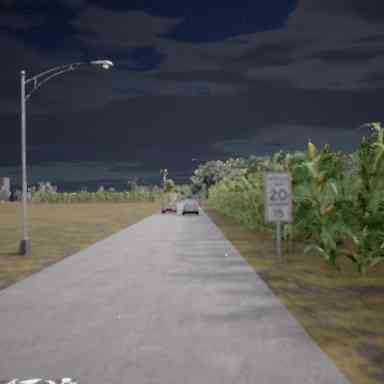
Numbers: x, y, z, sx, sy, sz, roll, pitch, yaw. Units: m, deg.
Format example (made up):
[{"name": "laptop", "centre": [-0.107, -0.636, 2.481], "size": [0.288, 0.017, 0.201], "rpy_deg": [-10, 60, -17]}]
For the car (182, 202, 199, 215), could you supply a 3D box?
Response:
[{"name": "car", "centre": [-0.175, 2.030, 40.030], "size": [1.994, 1.385, 4.181], "rpy_deg": [-1, -1, 0]}]

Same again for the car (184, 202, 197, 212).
[{"name": "car", "centre": [-0.216, 2.185, 50.187], "size": [1.895, 1.301, 4.718], "rpy_deg": [-1, -1, 0]}]

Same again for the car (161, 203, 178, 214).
[{"name": "car", "centre": [-2.943, 2.126, 44.189], "size": [1.994, 1.385, 4.181], "rpy_deg": [-1, -1, 0]}]
